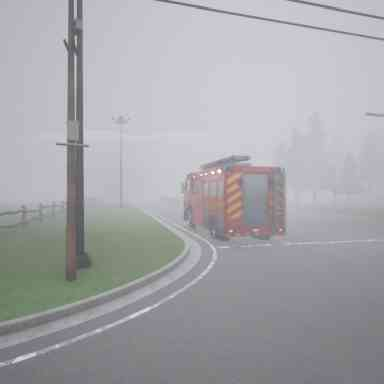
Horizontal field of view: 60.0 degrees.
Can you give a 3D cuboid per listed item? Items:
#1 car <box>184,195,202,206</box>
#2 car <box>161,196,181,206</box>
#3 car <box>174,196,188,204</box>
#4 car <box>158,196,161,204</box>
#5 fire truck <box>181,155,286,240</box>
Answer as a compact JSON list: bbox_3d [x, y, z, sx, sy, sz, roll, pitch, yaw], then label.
[{"bbox_3d":[0.063,1.352,56.647,2.097,1.767,4.553,0,0,-13],"label":"car"},{"bbox_3d":[-3.309,1.491,55.693,2.128,1.511,4.902,0,0,-13],"label":"car"},{"bbox_3d":[-2.240,1.505,66.605,1.837,1.490,4.892,0,0,-13],"label":"car"},{"bbox_3d":[-5.650,1.478,65.818,1.882,1.535,5.008,0,0,-13],"label":"car"},{"bbox_3d":[1.798,0.342,18.102,2.891,3.827,8.468,0,0,-13],"label":"fire truck"}]
